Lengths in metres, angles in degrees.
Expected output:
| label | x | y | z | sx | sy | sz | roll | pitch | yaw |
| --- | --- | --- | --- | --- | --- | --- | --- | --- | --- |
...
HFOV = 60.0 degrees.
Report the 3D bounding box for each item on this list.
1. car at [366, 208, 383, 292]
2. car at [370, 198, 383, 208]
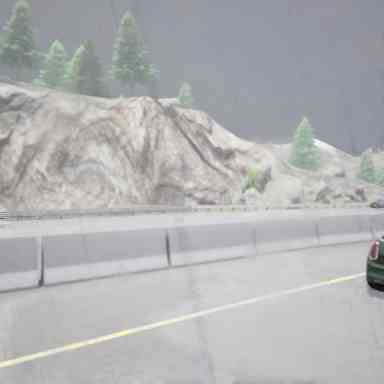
| label | x | y | z | sx | sy | sz | roll | pitch | yaw |
| --- | --- | --- | --- | --- | --- | --- | --- | --- | --- |
| car | 6.044 | 1.311 | 7.498 | 4.553 | 1.767 | 2.097 | 0 | 0 | -32 |
| car | 23.083 | 1.365 | 39.181 | 4.181 | 1.385 | 1.994 | 0 | 0 | -20 |
